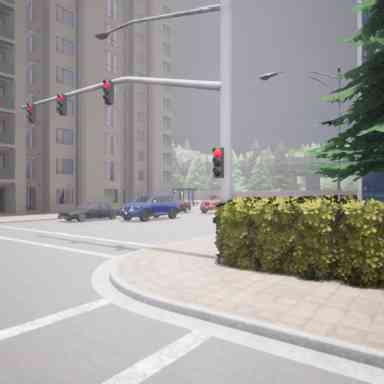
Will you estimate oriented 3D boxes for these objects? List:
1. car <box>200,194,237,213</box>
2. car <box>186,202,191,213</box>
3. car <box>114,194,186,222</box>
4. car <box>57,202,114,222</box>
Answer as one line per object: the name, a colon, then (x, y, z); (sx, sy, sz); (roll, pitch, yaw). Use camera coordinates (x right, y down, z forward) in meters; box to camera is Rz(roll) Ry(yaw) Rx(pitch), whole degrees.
car: (3.074, 1.219, 35.581); (2.150, 2.045, 5.566); (0, 0, 36)
car: (-2.088, 1.475, 34.469); (1.882, 1.535, 5.008); (0, 0, 36)
car: (-3.269, 1.219, 26.946); (2.150, 2.045, 5.566); (0, 0, 36)
car: (-7.891, 1.544, 26.560); (2.033, 1.411, 5.357); (0, 0, 36)
